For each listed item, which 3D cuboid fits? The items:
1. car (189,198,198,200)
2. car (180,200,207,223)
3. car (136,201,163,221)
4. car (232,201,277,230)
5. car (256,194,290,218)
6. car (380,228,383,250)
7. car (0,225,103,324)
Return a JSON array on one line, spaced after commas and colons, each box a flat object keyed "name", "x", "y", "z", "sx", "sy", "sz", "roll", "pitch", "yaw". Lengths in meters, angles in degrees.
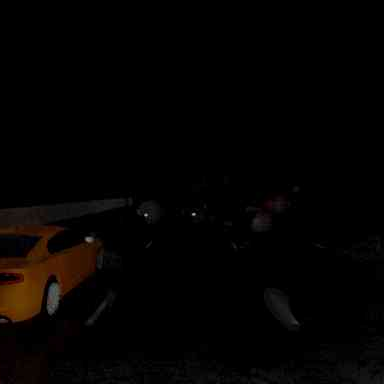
[{"name": "car", "x": 0.184, "y": 1.486, "z": 41.936, "sx": 1.994, "sy": 1.385, "sz": 4.181, "roll": 0, "pitch": 0, "yaw": 1}, {"name": "car", "x": 0.119, "y": 1.518, "z": 25.111, "sx": 1.994, "sy": 1.385, "sz": 4.181, "roll": 0, "pitch": 0, "yaw": 0}, {"name": "car", "x": -3.382, "y": 1.475, "z": 26.864, "sx": 1.812, "sy": 1.442, "sz": 4.674, "roll": 0, "pitch": 0, "yaw": 0}, {"name": "car", "x": 3.613, "y": 1.488, "z": 20.646, "sx": 1.812, "sy": 1.442, "sz": 4.674, "roll": 0, "pitch": 0, "yaw": 0}, {"name": "car", "x": 7.120, "y": 1.168, "z": 29.861, "sx": 2.150, "sy": 2.045, "sz": 5.566, "roll": 0, "pitch": 0, "yaw": 0}, {"name": "car", "x": 7.105, "y": 1.207, "z": 8.284, "sx": 2.150, "sy": 2.045, "sz": 5.566, "roll": 0, "pitch": 0, "yaw": 0}, {"name": "car", "x": -3.389, "y": 1.463, "z": 7.282, "sx": 1.882, "sy": 1.535, "sz": 5.008, "roll": 0, "pitch": 0, "yaw": 0}]
